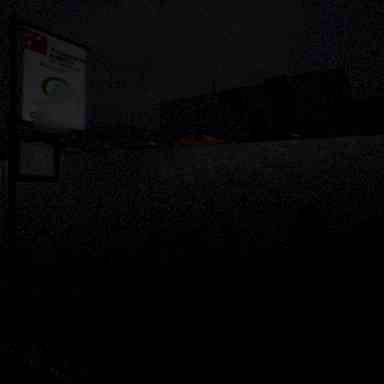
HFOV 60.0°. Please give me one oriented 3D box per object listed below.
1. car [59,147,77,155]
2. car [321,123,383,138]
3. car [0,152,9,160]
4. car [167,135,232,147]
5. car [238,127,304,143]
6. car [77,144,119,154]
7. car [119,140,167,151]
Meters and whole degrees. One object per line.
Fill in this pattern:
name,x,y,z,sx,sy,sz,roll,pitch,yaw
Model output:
car,-13.068,-3.997,35.484,4.892,1.521,2.231,1,0,34
car,10.647,-3.549,20.877,4.792,1.488,2.163,1,1,29
car,-22.127,-4.228,41.617,4.553,1.767,2.185,1,0,34
car,0.884,-3.759,26.466,5.008,1.535,2.097,1,1,32
car,5.646,-3.796,23.663,4.553,1.767,2.185,1,1,31
car,-8.492,-3.931,32.397,4.892,1.521,2.231,1,1,34
car,-3.837,-3.808,29.381,4.674,1.452,2.002,1,1,33
